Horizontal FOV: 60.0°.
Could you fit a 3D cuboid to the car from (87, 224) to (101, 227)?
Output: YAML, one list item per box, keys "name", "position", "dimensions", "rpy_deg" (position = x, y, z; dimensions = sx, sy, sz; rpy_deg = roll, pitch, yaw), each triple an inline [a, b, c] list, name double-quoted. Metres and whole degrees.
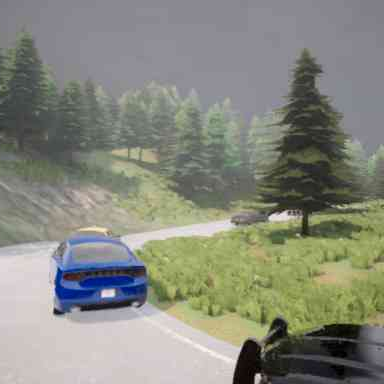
- name: "car"
  position: [-4.018, 2.111, 13.773]
  dimensions: [1.801, 1.575, 5.366]
  rpy_deg: [2, -3, -6]

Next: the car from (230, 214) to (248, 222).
- name: "car"
  position: [6.349, 2.814, 36.486]
  dimensions: [2.033, 1.411, 5.357]
  rpy_deg: [-1, 1, 42]

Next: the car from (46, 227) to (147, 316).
- name: "car"
  position: [-2.650, 1.894, 8.656]
  dimensions: [1.882, 1.535, 5.008]
  rpy_deg: [3, -3, -25]

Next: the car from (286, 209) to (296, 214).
- name: "car"
  position: [14.780, 2.467, 45.359]
  dimensions: [4.718, 1.301, 1.895]
  rpy_deg: [-3, 1, -44]

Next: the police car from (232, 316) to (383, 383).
- name: "police car"
  position: [2.828, 1.633, 2.338]
  dimensions: [5.238, 1.638, 1.930]
  rpy_deg: [-1, -4, 33]
